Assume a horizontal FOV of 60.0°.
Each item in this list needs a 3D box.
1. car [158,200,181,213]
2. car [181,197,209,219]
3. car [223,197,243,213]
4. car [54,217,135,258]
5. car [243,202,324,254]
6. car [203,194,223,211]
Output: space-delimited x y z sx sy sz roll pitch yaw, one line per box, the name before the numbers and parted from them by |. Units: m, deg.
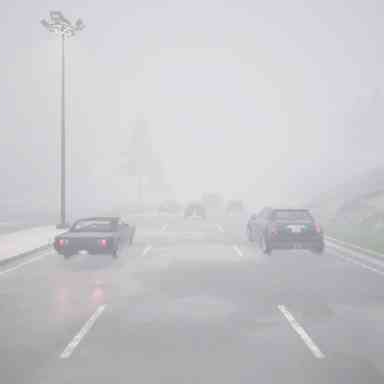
car | -2.257 1.562 36.343 1.994 1.385 4.181 0 0 12
car | 0.338 1.505 29.334 1.837 1.490 4.892 0 0 3
car | 4.854 1.504 36.467 1.837 1.490 4.892 0 0 13
car | -3.399 1.601 12.662 1.895 1.301 4.718 0 0 0
car | 3.599 1.352 13.600 2.097 1.767 4.553 0 0 0
car | 2.668 1.221 41.887 2.150 2.045 5.566 0 0 16
